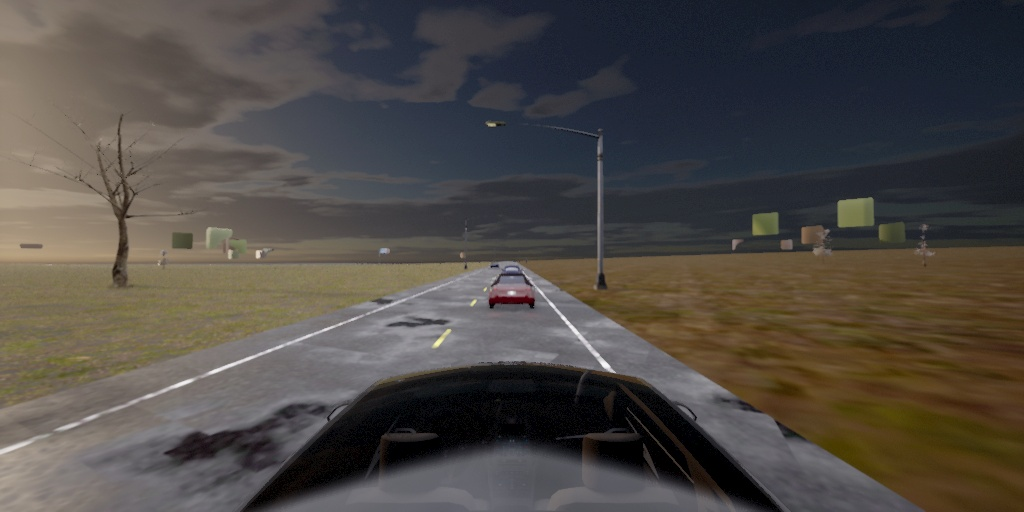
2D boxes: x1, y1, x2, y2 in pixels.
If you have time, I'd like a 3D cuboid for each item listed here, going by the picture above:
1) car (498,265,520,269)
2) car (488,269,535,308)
[{"bbox_3d":[-0.008,1.555,31.244,1.812,1.442,4.674,0,0,0],"label":"car"},{"bbox_3d":[-0.003,1.452,16.160,1.994,1.385,4.181,0,0,0],"label":"car"}]
